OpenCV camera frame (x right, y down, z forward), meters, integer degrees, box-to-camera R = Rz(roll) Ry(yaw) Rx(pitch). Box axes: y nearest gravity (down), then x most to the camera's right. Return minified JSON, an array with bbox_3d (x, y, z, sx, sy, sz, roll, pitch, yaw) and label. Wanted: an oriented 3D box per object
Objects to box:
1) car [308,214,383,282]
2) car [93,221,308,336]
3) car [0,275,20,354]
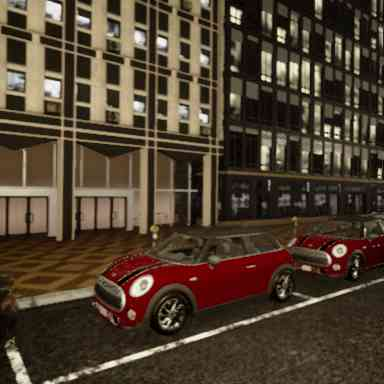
[{"bbox_3d":[4.622,1.464,9.842,4.097,1.590,1.967,0,1,-35],"label":"car"},{"bbox_3d":[0.165,1.451,6.665,4.097,1.590,1.967,0,1,-35],"label":"car"},{"bbox_3d":[-4.294,1.546,3.487,4.403,1.369,2.008,0,1,-35],"label":"car"}]
